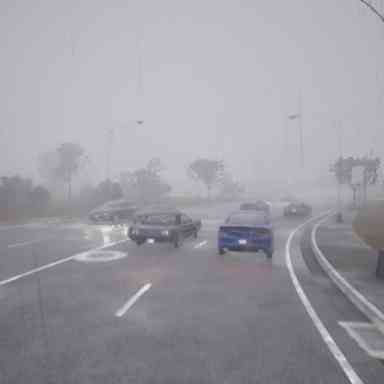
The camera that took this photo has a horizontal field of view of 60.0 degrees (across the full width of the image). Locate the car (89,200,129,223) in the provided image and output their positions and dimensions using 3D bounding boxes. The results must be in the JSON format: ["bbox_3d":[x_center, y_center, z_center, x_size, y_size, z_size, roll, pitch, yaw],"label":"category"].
[{"bbox_3d":[-5.323,1.343,23.824,1.837,1.490,4.892,1,0,22],"label":"car"}]

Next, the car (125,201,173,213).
[{"bbox_3d":[-2.257,1.454,22.061,1.994,1.385,4.181,1,0,22],"label":"car"}]

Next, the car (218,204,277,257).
[{"bbox_3d":[2.276,1.466,13.190,1.882,1.535,5.008,1,0,15],"label":"car"}]

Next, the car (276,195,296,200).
[{"bbox_3d":[16.948,1.132,58.772,1.895,1.301,4.718,1,2,29],"label":"car"}]

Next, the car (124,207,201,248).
[{"bbox_3d":[-0.957,1.546,14.650,1.895,1.301,4.718,1,0,15],"label":"car"}]

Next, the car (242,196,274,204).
[{"bbox_3d":[5.783,1.449,30.549,1.837,1.490,4.892,1,0,27],"label":"car"}]

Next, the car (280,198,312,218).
[{"bbox_3d":[9.763,1.561,30.627,1.994,1.385,4.181,1,1,27],"label":"car"}]

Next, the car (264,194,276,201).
[{"bbox_3d":[14.032,1.068,60.717,1.895,1.301,4.718,1,2,29],"label":"car"}]
